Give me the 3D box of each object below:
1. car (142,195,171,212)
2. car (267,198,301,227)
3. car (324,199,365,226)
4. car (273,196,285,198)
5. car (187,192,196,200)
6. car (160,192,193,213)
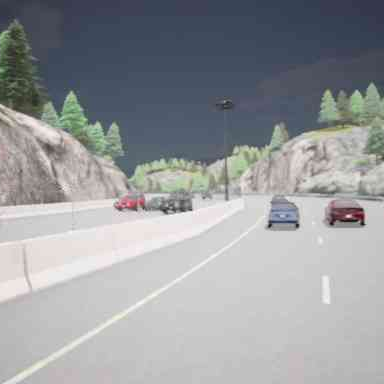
[{"bbox_3d":[-4.068,1.340,39.347,2.097,1.767,4.553,-1,0,12],"label":"car"},{"bbox_3d":[5.715,1.338,20.695,2.033,1.411,5.357,-1,0,17],"label":"car"},{"bbox_3d":[9.415,1.171,20.819,1.882,1.535,5.008,-1,0,17],"label":"car"},{"bbox_3d":[10.907,1.156,41.966,1.994,1.385,4.181,-1,0,11],"label":"car"},{"bbox_3d":[-0.228,0.900,80.432,2.097,1.767,4.553,-1,0,-1],"label":"car"},{"bbox_3d":[-1.448,1.152,34.998,2.150,2.045,5.566,-1,1,13],"label":"car"}]
